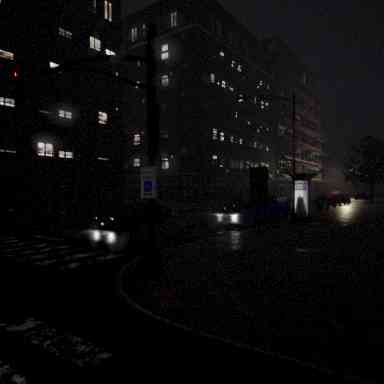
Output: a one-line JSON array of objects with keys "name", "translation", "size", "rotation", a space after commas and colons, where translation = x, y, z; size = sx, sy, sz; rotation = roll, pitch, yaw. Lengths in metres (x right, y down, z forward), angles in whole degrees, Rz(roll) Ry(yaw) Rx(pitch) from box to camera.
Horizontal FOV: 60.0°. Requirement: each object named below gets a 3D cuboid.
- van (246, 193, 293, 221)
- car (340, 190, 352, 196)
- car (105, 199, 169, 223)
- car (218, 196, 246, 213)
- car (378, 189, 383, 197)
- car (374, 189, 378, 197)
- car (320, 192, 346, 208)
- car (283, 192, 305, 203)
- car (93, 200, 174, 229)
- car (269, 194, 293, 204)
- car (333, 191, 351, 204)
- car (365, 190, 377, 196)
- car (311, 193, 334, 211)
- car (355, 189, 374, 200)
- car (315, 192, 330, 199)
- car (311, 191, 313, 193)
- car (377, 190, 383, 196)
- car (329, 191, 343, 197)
[{"name": "van", "translation": [5.695, 1.009, 23.708], "size": [1.690, 1.788, 3.998], "rotation": [1, 1, 36]}, {"name": "car", "translation": [38.824, 0.278, 83.663], "size": [2.008, 1.369, 4.403], "rotation": [1, 1, 36]}, {"name": "car", "translation": [-3.832, 1.283, 23.931], "size": [1.887, 1.381, 4.507], "rotation": [1, 1, 36]}, {"name": "car", "translation": [4.233, 1.121, 30.997], "size": [1.812, 1.442, 4.674], "rotation": [0, 1, 36]}, {"name": "car", "translation": [41.827, 0.356, 74.307], "size": [1.887, 1.381, 4.507], "rotation": [1, 1, 36]}, {"name": "car", "translation": [31.973, 0.590, 60.509], "size": [1.887, 1.381, 4.507], "rotation": [1, 1, 36]}, {"name": "car", "translation": [15.549, 0.979, 37.511], "size": [1.887, 1.381, 4.507], "rotation": [1, 1, 36]}, {"name": "car", "translation": [15.757, 0.801, 51.361], "size": [1.752, 1.417, 4.829], "rotation": [1, 1, 36]}, {"name": "car", "translation": [-3.364, 1.323, 20.365], "size": [2.033, 1.411, 5.357], "rotation": [0, 1, 36]}, {"name": "car", "translation": [12.574, 0.933, 46.906], "size": [1.802, 1.307, 4.206], "rotation": [1, 1, 36]}, {"name": "car", "translation": [18.834, 0.923, 42.111], "size": [1.947, 1.339, 4.313], "rotation": [1, 1, 36]}, {"name": "car", "translation": [44.217, 0.216, 82.085], "size": [1.994, 1.385, 4.181], "rotation": [0, 1, 36]}, {"name": "car", "translation": [12.264, 1.078, 32.912], "size": [1.947, 1.339, 4.313], "rotation": [1, 1, 36]}, {"name": "car", "translation": [28.688, 0.564, 55.907], "size": [1.967, 1.590, 4.097], "rotation": [1, 1, 36]}, {"name": "car", "translation": [25.699, 0.621, 65.284], "size": [1.802, 1.307, 4.206], "rotation": [1, 1, 36]}, {"name": "car", "translation": [16.450, 0.879, 47.940], "size": [1.994, 1.385, 4.181], "rotation": [0, 1, 36]}, {"name": "car", "translation": [45.111, 0.315, 78.907], "size": [1.802, 1.307, 4.206], "rotation": [1, 1, 36]}, {"name": "car", "translation": [32.262, 0.428, 74.473], "size": [1.887, 1.381, 4.507], "rotation": [1, 1, 36]}]
